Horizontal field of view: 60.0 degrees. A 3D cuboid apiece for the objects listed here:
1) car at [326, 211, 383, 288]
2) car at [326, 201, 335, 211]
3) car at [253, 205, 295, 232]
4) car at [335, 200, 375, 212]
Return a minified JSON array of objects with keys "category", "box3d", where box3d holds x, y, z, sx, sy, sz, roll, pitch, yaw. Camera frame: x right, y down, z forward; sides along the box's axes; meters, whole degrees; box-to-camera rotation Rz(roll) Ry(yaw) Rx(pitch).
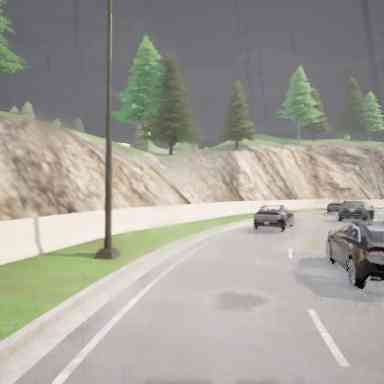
[{"category":"car","box3d":[5.004,1.534,9.133,2.128,1.511,4.902,0,0,12]},{"category":"car","box3d":[16.205,1.630,35.754,4.902,1.511,2.128,0,0,-44]},{"category":"car","box3d":[5.213,1.536,20.778,2.128,1.511,4.902,0,0,25]},{"category":"car","box3d":[13.483,1.467,27.117,2.097,1.767,4.553,1,0,36]}]
